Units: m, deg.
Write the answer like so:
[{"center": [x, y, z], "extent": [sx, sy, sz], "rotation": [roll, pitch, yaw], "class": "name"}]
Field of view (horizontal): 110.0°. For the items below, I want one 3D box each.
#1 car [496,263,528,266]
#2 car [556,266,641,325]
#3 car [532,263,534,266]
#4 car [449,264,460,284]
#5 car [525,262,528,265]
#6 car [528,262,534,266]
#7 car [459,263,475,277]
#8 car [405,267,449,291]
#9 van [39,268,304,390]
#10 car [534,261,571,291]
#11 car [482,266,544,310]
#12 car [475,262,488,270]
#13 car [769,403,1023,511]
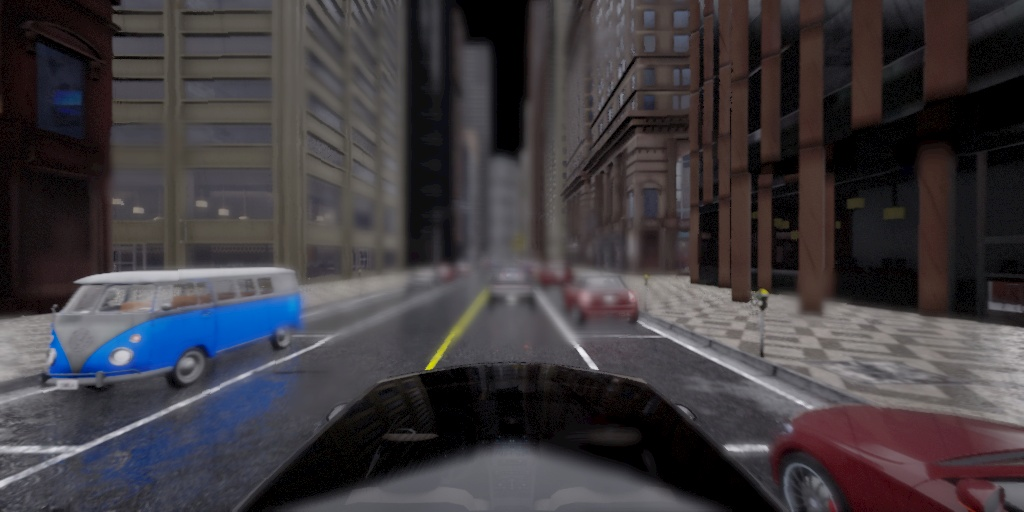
[{"center": [-0.002, 1.553, 29.358], "extent": [2.033, 1.411, 5.357], "rotation": [0, -1, 0], "class": "car"}, {"center": [2.852, 1.288, 12.308], "extent": [1.967, 1.591, 4.097], "rotation": [0, 0, 0], "class": "car"}, {"center": [2.845, 1.529, 29.350], "extent": [1.751, 1.417, 4.829], "rotation": [0, 0, 0], "class": "car"}, {"center": [-5.681, 1.549, 29.169], "extent": [1.888, 1.381, 4.507], "rotation": [0, 0, 0], "class": "car"}, {"center": [3.120, 1.646, 47.349], "extent": [1.882, 1.535, 5.008], "rotation": [0, -1, 0], "class": "car"}, {"center": [2.843, 1.495, 34.804], "extent": [1.967, 1.591, 4.097], "rotation": [0, 0, 0], "class": "car"}, {"center": [-5.685, 1.546, 40.417], "extent": [1.967, 1.591, 4.097], "rotation": [0, 0, 0], "class": "car"}, {"center": [-5.678, 1.502, 23.544], "extent": [2.007, 1.370, 4.403], "rotation": [0, 0, 0], "class": "car"}, {"center": [-5.671, 1.137, 6.671], "extent": [1.690, 1.789, 3.998], "rotation": [0, 0, 0], "class": "van"}, {"center": [2.848, 1.267, 23.556], "extent": [2.192, 1.841, 5.009], "rotation": [0, 0, 0], "class": "car"}, {"center": [0.016, 1.370, 15.362], "extent": [2.128, 1.511, 4.902], "rotation": [0, 0, 0], "class": "car"}, {"center": [-5.695, 1.873, 62.915], "extent": [1.948, 1.339, 4.313], "rotation": [0, 0, 0], "class": "car"}, {"center": [2.857, 1.326, 1.060], "extent": [1.802, 1.307, 4.207], "rotation": [0, 0, 0], "class": "car"}]
